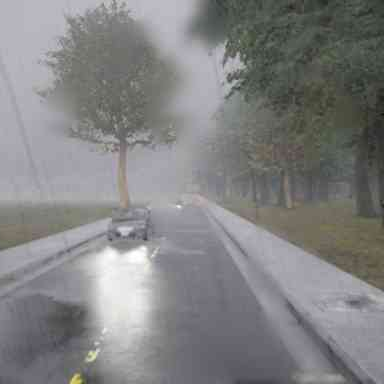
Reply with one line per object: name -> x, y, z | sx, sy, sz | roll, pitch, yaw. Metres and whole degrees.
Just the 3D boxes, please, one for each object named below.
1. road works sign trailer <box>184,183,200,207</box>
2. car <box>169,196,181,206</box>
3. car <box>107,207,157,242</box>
road works sign trailer -> 0.002, 0.481, 49.437 | 2.380, 3.560, 2.880 | 0, 0, 0
car -> -2.804, 1.511, 57.024 | 2.128, 1.511, 4.902 | 0, 0, 1
car -> -2.849, 1.498, 16.549 | 2.128, 1.511, 4.902 | 0, 0, 0
